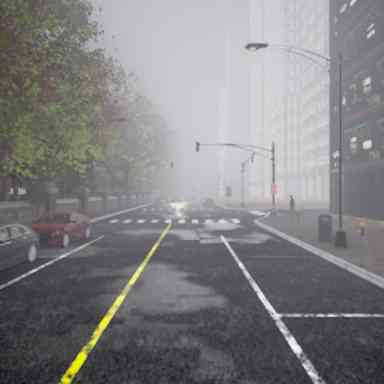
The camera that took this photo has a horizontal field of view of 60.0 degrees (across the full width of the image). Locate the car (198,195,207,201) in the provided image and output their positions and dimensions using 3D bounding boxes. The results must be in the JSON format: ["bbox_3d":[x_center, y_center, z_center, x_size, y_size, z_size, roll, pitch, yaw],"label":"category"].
[{"bbox_3d":[2.697,1.496,86.367,1.967,1.590,4.097,0,0,0],"label":"car"}]

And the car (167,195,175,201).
[{"bbox_3d":[-5.683,1.505,91.998,1.967,1.590,4.097,0,0,0],"label":"car"}]

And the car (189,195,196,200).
[{"bbox_3d":[0.005,1.436,89.858,1.837,1.490,4.892,0,0,0],"label":"car"}]

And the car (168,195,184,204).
[{"bbox_3d":[-3.010,1.524,65.266,2.128,1.511,4.902,0,0,0],"label":"car"}]

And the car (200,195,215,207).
[{"bbox_3d":[2.695,1.583,52.572,1.947,1.339,4.313,0,0,0],"label":"car"}]

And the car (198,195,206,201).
[{"bbox_3d":[2.698,1.505,91.998,1.967,1.590,4.097,0,0,0],"label":"car"}]

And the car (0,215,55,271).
[{"bbox_3d":[-5.765,1.550,9.114,2.008,1.369,4.403,0,0,0],"label":"car"}]

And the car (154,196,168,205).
[{"bbox_3d":[-5.685,1.603,58.204,1.802,1.307,4.206,0,0,0],"label":"car"}]

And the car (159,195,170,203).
[{"bbox_3d":[-5.684,1.473,69.470,1.967,1.590,4.097,0,0,0],"label":"car"}]

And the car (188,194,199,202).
[{"bbox_3d":[0.004,1.633,79.888,1.895,1.301,4.718,0,0,0],"label":"car"}]

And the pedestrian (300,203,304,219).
[{"bbox_3d":[8.137,1.410,24.527,0.500,1.100,0.500,0,0,0],"label":"pedestrian"}]

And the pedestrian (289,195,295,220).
[{"bbox_3d":[7.136,1.106,23.928,0.375,1.860,0.375,0,0,0],"label":"pedestrian"}]

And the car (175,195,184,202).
[{"bbox_3d":[-2.996,1.498,80.758,1.882,1.535,5.008,0,0,0],"label":"car"}]

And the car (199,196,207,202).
[{"bbox_3d":[2.697,1.592,80.735,1.887,1.381,4.507,0,0,0],"label":"car"}]

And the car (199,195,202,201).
[{"bbox_3d":[2.695,1.588,58.204,1.947,1.339,4.313,0,0,0],"label":"car"}]

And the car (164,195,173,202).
[{"bbox_3d":[-5.683,1.572,80.565,1.752,1.417,4.829,0,0,0],"label":"car"}]

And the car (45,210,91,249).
[{"bbox_3d":[-5.816,1.544,14.654,1.887,1.381,4.507,0,0,0],"label":"car"}]

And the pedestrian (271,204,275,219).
[{"bbox_3d":[6.137,1.515,25.127,0.500,1.100,0.500,0,0,0],"label":"pedestrian"}]
